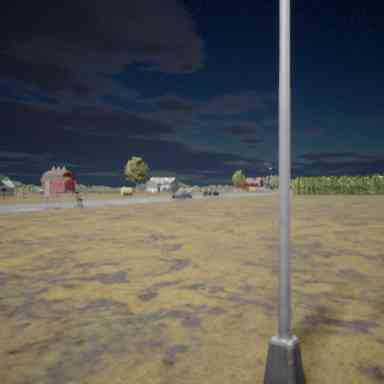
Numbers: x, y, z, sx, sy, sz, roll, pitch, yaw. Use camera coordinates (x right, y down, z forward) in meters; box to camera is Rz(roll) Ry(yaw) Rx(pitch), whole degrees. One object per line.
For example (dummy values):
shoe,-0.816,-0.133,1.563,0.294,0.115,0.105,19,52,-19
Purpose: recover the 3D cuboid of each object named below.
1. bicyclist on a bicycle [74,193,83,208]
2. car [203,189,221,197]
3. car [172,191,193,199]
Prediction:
bicyclist on a bicycle,-12.492,0.973,36.513,1.656,1.620,0.582,0,1,35
car,4.051,0.222,66.715,1.837,1.490,4.892,1,2,35
car,-1.688,0.473,58.555,1.994,1.385,4.181,1,2,36
